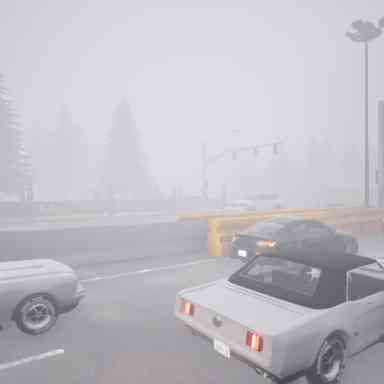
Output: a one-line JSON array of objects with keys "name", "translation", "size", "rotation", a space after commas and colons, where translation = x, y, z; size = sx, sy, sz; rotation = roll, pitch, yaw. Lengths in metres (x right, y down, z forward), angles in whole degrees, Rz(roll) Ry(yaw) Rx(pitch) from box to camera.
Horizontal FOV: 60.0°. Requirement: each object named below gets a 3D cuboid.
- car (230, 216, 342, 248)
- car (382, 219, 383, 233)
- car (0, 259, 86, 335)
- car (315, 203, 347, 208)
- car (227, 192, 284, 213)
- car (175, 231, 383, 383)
[{"name": "car", "translation": [3.242, 1.475, 10.321], "size": [4.674, 1.442, 1.812], "rotation": [-1, 0, -35]}, {"name": "car", "translation": [10.630, 1.410, 15.563], "size": [4.674, 1.442, 1.812], "rotation": [-1, 0, -36]}, {"name": "car", "translation": [-4.178, 1.601, 5.065], "size": [4.718, 1.301, 1.895], "rotation": [0, 0, -35]}, {"name": "car", "translation": [9.880, 1.448, 23.685], "size": [4.181, 1.385, 1.994], "rotation": [-1, 0, -35]}, {"name": "car", "translation": [5.671, 1.062, 29.285], "size": [5.566, 2.045, 2.150], "rotation": [0, 0, -35]}, {"name": "car", "translation": [2.174, 1.577, 5.280], "size": [4.718, 1.301, 1.895], "rotation": [-1, 0, -35]}]
